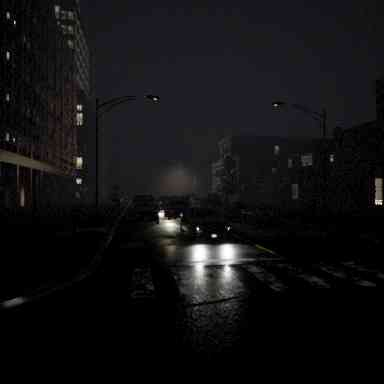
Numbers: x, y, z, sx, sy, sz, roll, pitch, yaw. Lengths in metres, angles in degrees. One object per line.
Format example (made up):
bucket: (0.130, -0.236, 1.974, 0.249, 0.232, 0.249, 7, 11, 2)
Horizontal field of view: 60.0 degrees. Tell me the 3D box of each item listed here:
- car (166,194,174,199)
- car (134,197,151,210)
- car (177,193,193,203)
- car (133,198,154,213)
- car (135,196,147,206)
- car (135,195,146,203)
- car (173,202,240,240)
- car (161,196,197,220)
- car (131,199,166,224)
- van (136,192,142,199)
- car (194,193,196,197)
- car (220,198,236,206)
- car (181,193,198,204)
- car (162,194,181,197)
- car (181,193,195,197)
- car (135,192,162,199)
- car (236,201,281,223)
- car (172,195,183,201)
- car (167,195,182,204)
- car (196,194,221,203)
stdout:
car: (-5.927, 1.242, 90.165, 1.802, 1.307, 4.206, 1, 0, -10)
car: (-5.952, 1.345, 39.635, 1.887, 1.381, 4.507, 1, 0, -10)
car: (-1.346, 1.075, 62.861, 2.192, 1.841, 5.009, 1, 0, -10)
car: (-5.037, 1.374, 34.174, 2.008, 1.369, 4.403, 1, 0, -10)
car: (-7.755, 1.282, 50.389, 1.752, 1.417, 4.829, 1, 0, -10)
car: (-9.614, 1.280, 61.478, 1.947, 1.339, 4.313, 1, 0, -10)
car: (0.504, 1.463, 16.774, 2.033, 1.411, 5.357, 0, 0, -10)
car: (-1.150, 1.349, 26.616, 1.882, 1.535, 5.008, 0, 0, -9)
car: (-3.206, 1.421, 23.252, 2.008, 1.369, 4.403, 1, 0, -10)
van: (-14.190, 0.956, 88.781, 1.690, 1.788, 3.998, 1, 0, -10)
car: (0.454, 1.326, 52.108, 1.752, 1.417, 4.829, 1, 0, -10)
car: (4.144, 1.474, 30.097, 1.802, 1.307, 4.206, 1, 0, -10)
car: (-0.431, 1.096, 57.401, 2.192, 1.841, 5.009, 1, 0, -10)
car: (-2.822, 1.180, 36.689, 2.097, 1.767, 4.553, 0, 0, -10)
car: (-1.260, 1.286, 46.340, 1.882, 1.535, 5.008, 0, 0, -9)
car: (-4.119, 1.161, 28.713, 2.192, 1.841, 5.009, 1, 0, -10)
car: (5.032, 1.441, 24.803, 1.752, 1.417, 4.829, 1, 0, -10)
car: (-3.180, 1.285, 73.783, 1.947, 1.339, 4.313, 1, 0, -10)
car: (-3.026, 1.272, 56.582, 1.837, 1.490, 4.892, 0, 0, -10)
car: (2.315, 1.161, 41.018, 2.192, 1.841, 5.009, 1, 0, -10)
